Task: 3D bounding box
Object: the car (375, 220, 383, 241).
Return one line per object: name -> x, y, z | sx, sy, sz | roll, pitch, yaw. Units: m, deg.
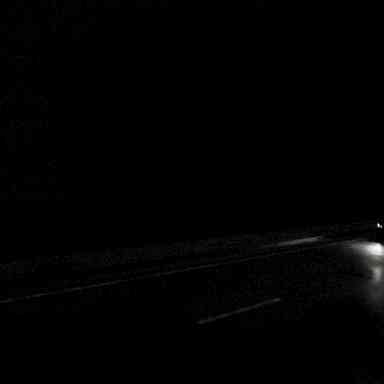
car -> 10.089, 1.406, 14.905 | 4.674, 1.442, 1.812 | 0, 0, -36
